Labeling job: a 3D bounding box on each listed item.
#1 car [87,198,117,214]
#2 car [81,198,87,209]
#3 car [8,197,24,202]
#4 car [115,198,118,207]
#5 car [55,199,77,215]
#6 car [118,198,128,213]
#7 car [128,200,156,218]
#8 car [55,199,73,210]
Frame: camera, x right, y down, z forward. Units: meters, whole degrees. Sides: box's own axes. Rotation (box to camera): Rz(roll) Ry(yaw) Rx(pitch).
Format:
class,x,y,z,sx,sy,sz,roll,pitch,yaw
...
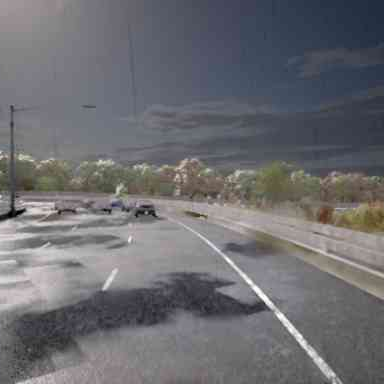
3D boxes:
class,x,y,z,sx,sy,sz,roll,pitch,yaw
car,-9.950,1.604,36.476,2.033,1.411,5.357,0,0,-22
car,-14.429,1.590,47.124,1.837,1.490,4.892,0,1,-27
car,-41.148,1.794,77.631,5.357,1.411,2.033,0,0,41
car,-11.346,1.588,48.776,1.812,1.442,4.674,0,0,-27
car,-13.468,1.628,35.872,2.033,1.411,5.357,0,0,-22
car,-6.917,1.600,38.349,1.994,1.385,4.181,0,0,-22
car,-4.569,1.528,30.882,1.837,1.490,4.892,0,0,-16
car,-17.633,1.670,45.696,1.994,1.385,4.181,0,0,-27
